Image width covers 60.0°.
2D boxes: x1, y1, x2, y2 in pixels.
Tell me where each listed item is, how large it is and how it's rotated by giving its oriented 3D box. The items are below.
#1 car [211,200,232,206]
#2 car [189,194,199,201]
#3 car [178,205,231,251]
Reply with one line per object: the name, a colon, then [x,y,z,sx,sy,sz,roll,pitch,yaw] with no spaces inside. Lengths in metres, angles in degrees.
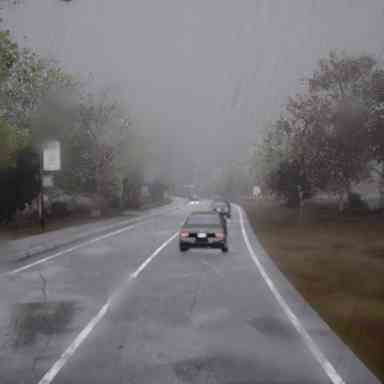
car: [2.442,1.422,28.716,2.033,1.411,5.357,-1,0,8]
car: [0.462,1.173,71.510,2.128,1.511,4.902,0,0,-6]
car: [0.579,1.509,13.849,2.033,1.411,5.357,0,0,6]
